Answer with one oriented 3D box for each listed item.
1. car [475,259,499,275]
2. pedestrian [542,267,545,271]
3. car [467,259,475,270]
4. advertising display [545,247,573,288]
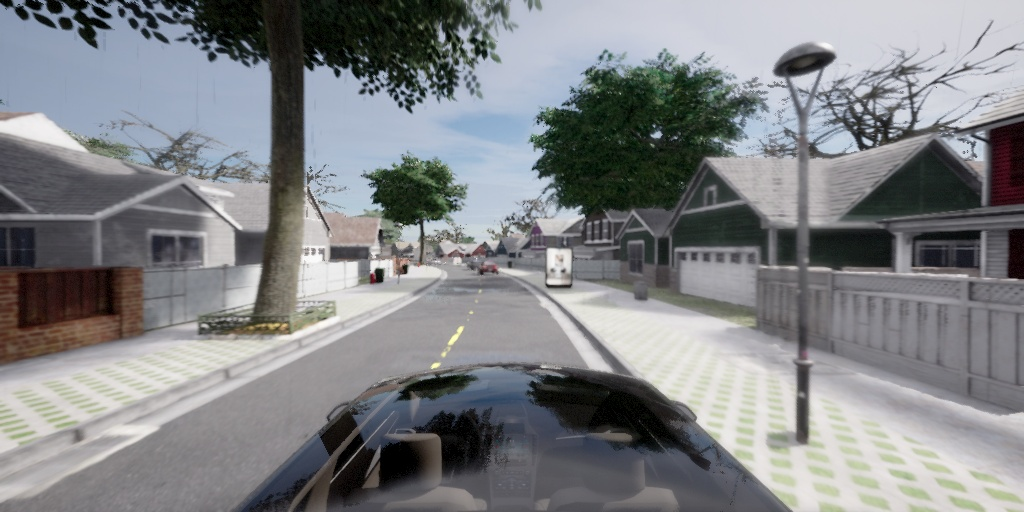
[{"bbox_3d":[-2.577,1.219,38.323,1.812,1.442,4.674,0,0,-11],"label":"car"},{"bbox_3d":[2.137,0.838,21.406,0.375,1.860,0.375,-1,1,-14],"label":"pedestrian"},{"bbox_3d":[-5.251,1.203,51.038,2.128,1.511,4.902,0,0,-17],"label":"car"},{"bbox_3d":[2.623,0.724,20.236,1.540,2.440,0.280,0,0,-4],"label":"advertising display"}]
